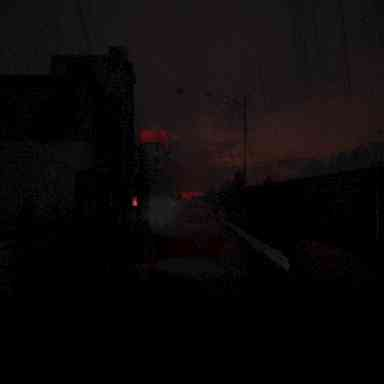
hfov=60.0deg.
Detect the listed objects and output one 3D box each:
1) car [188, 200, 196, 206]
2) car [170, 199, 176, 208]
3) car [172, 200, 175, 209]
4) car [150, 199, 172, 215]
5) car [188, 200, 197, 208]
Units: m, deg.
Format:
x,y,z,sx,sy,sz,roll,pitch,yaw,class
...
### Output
x,y,z,sx,sy,sz,roll,pitch,yaw,class
-0.011,2.532,76.887,1.812,1.442,4.674,0,-1,0,car
-4.062,2.150,60.867,2.097,1.767,4.553,0,-1,0,car
-4.097,2.268,50.818,1.895,1.301,4.718,0,-1,0,car
-4.101,2.037,41.536,2.128,1.511,4.902,0,-1,0,car
0.089,2.354,66.895,1.882,1.535,5.008,0,-1,0,car
